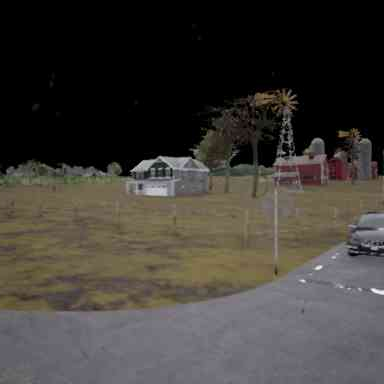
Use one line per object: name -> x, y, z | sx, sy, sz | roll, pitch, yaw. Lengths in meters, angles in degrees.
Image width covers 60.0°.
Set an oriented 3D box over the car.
car -> 7.040, 1.483, 12.231 | 1.837, 1.490, 4.892 | 0, 0, 36
